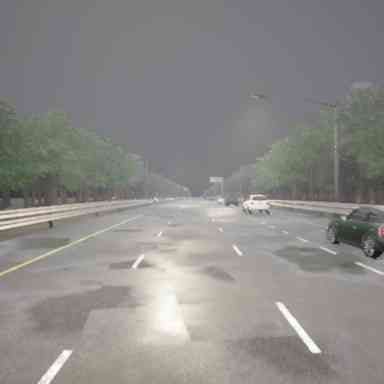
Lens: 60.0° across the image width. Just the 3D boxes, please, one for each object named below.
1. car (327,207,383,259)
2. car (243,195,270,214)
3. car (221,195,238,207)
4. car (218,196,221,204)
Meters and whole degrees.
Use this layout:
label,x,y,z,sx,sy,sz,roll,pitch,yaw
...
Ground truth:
label,x,y,z,sx,sy,sz,roll,pitch,yaw
car,7.009,1.364,12.843,2.097,1.767,4.553,0,0,0
car,7.072,1.366,36.958,2.150,2.045,5.566,0,0,0
car,7.201,1.653,61.611,2.150,2.045,5.566,0,-1,0
car,7.334,1.885,78.748,2.150,2.045,5.566,0,-1,1
